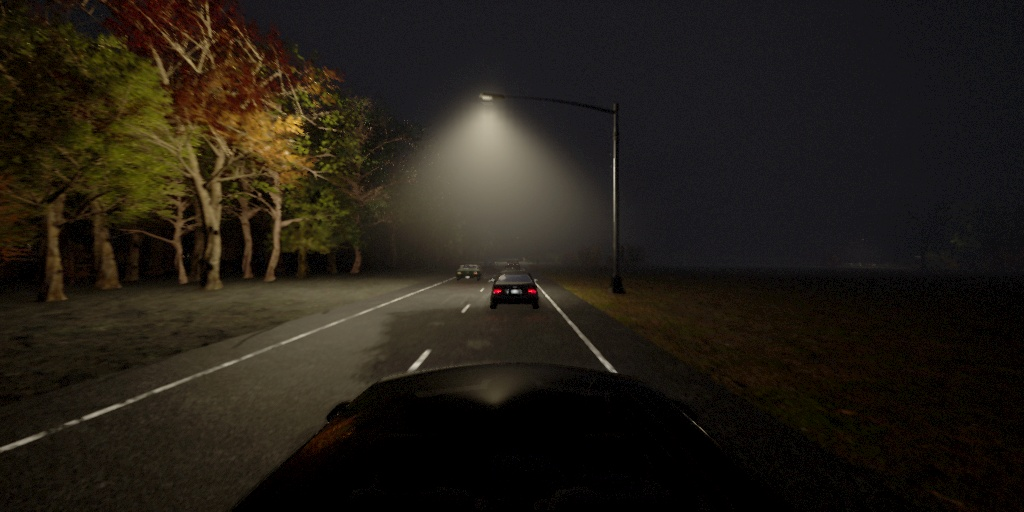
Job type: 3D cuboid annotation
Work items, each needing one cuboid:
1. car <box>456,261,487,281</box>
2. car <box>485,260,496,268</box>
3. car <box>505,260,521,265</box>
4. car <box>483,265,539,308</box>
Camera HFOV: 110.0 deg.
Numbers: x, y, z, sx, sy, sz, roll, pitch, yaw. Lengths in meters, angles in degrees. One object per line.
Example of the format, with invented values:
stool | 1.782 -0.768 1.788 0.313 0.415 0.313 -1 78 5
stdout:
car | -3.407 1.346 29.757 1.895 1.301 4.718 0 0 0
car | -3.412 1.282 53.518 2.033 1.411 5.357 0 0 0
car | 0.088 1.230 45.576 2.128 1.511 4.902 0 0 0
car | 0.097 1.296 15.054 2.033 1.411 5.357 0 0 0
